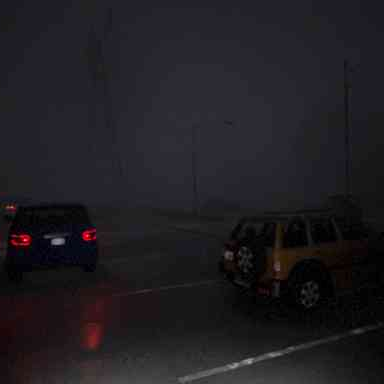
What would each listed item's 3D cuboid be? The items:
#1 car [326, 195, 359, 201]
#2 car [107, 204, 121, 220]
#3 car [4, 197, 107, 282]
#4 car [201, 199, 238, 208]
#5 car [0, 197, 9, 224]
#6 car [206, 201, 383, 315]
[{"bbox_3d":[9.783,1.171,22.559,3.866,1.878,1.905,-1,0,-28],"label":"car"},{"bbox_3d":[-7.836,1.605,27.132,3.905,1.438,1.784,-1,0,-28],"label":"car"},{"bbox_3d":[-4.440,1.275,10.333,2.150,2.045,5.566,-1,0,-28],"label":"car"},{"bbox_3d":[2.973,1.445,34.208,4.193,1.474,1.816,-1,0,-28],"label":"car"},{"bbox_3d":[-14.263,1.390,26.443,2.150,2.045,5.566,0,0,-44],"label":"car"},{"bbox_3d":[2.840,1.268,7.350,4.605,1.855,1.932,-1,0,-28],"label":"car"}]
